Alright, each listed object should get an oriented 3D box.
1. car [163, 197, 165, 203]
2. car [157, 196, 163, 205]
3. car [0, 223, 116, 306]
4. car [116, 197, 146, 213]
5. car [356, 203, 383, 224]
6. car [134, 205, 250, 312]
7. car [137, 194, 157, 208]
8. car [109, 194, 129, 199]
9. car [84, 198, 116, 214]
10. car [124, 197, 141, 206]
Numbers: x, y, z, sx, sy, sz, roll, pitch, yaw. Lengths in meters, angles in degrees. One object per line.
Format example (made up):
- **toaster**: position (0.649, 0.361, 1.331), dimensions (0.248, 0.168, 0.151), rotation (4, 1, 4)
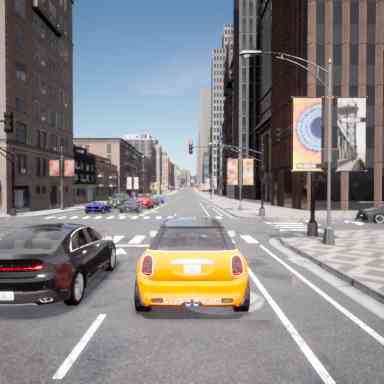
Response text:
- **car**: position (-6.543, 1.507, 66.033), dimensions (1.882, 1.535, 5.008), rotation (0, 0, 1)
- **car**: position (-6.594, 1.591, 55.959), dimensions (1.994, 1.385, 4.181), rotation (0, 0, 0)
- **car**: position (-3.155, 1.504, 8.023), dimensions (1.837, 1.490, 4.892), rotation (0, 0, 0)
- **car**: position (-6.605, 1.579, 36.275), dimensions (1.994, 1.385, 4.181), rotation (0, 0, 0)
- **car**: position (13.982, 1.470, 23.550), dimensions (4.181, 1.385, 1.994), rotation (0, 1, 0)
- **car**: position (0.009, 1.351, 7.878), dimensions (2.097, 1.767, 4.553), rotation (0, 0, 0)
- **car**: position (-6.607, 1.244, 45.991), dimensions (2.150, 2.045, 5.566), rotation (0, 0, 1)
- **car**: position (-9.851, 1.243, 45.317), dimensions (2.150, 2.045, 5.566), rotation (0, 0, 1)
- **car**: position (-9.856, 1.616, 35.170), dimensions (1.895, 1.301, 4.718), rotation (0, 0, 0)
- **car**: position (-9.828, 1.591, 55.267), dimensions (1.994, 1.385, 4.181), rotation (0, 0, 2)
